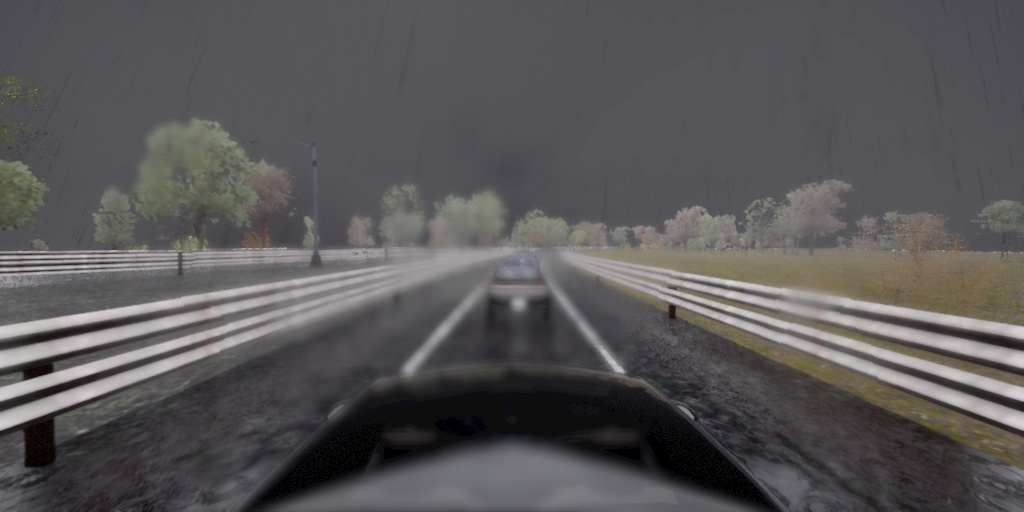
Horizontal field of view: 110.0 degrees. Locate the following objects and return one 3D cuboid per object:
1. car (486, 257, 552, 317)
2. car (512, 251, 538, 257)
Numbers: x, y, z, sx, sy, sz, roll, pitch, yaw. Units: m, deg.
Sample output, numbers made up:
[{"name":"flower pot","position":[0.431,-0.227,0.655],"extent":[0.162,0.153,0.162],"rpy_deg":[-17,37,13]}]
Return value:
[{"name":"car","position":[0.255,0.979,11.786],"extent":[2.128,1.511,4.902],"rpy_deg":[0,2,2]},{"name":"car","position":[1.011,0.404,28.486],"extent":[2.097,1.767,4.553],"rpy_deg":[0,2,4]}]
